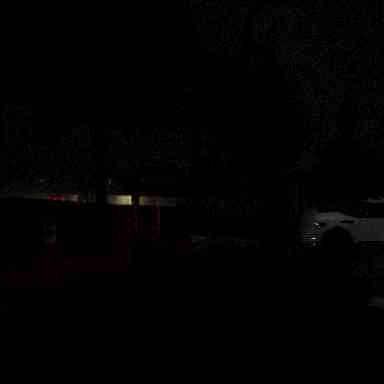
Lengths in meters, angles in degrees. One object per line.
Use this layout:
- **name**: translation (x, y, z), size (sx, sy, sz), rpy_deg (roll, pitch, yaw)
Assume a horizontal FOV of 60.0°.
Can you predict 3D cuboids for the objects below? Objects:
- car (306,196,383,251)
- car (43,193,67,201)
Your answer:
- **car**: translation (7.194, 1.204, 12.461), size (5.566, 2.045, 2.150), rpy_deg (0, 3, 17)
- **car**: translation (-19.218, 1.136, 46.599), size (2.150, 2.045, 5.566), rpy_deg (0, 0, -36)
